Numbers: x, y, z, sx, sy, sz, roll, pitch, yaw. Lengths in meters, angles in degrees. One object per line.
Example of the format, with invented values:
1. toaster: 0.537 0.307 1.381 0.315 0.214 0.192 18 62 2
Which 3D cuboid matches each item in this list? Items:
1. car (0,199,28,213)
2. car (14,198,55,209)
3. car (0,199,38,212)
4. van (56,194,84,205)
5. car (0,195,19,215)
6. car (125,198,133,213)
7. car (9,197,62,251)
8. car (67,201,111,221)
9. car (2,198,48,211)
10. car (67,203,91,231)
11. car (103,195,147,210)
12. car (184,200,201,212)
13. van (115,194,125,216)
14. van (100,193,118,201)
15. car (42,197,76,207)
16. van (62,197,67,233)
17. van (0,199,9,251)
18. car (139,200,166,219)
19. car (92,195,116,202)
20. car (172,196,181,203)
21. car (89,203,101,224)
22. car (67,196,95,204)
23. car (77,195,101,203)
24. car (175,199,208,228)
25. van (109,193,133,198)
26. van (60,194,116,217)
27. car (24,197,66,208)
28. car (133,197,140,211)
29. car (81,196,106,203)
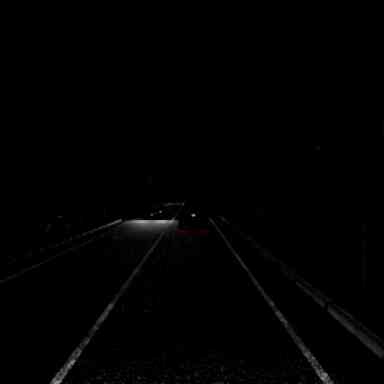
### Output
1. car: -22.072 1.636 38.531 5.008 1.535 2.097 0 0 0
2. car: -22.109 1.659 46.858 4.792 1.488 2.163 0 0 0
3. car: -22.076 1.634 41.307 5.008 1.535 2.097 0 0 0
4. van: -22.219 1.392 60.735 4.442 1.987 1.878 0 0 0
5. car: -22.033 1.387 35.755 5.566 2.045 2.435 0 0 0
6. car: -8.974 1.638 33.760 5.008 1.535 2.097 0 0 0
7. car: -8.919 1.329 14.131 5.566 2.045 2.435 0 0 0
8. car: -8.995 1.664 25.348 4.792 1.488 2.163 0 0 0
9. car: -22.082 1.633 44.083 4.892 1.521 2.231 0 0 0
10. car: -8.963 1.613 19.737 4.892 1.521 2.231 0 0 0
11. car: -8.969 1.378 44.974 5.566 2.045 2.435 0 0 0
12. car: 0.086 1.705 42.279 1.994 1.385 4.181 0 0 0
13. van: -8.858 1.414 30.953 4.442 1.987 1.878 0 0 0
14. van: -22.030 1.381 88.489 4.442 1.987 1.878 0 0 0
15. car: -22.064 1.652 55.185 4.792 1.488 2.163 0 0 0
16. van: -9.068 1.373 16.931 4.442 1.987 1.878 0 0 0
17. van: -9.059 1.334 11.326 4.442 1.987 1.878 0 0 0
18. car: -3.355 1.654 30.246 1.812 1.442 4.674 0 0 0
19. car: -21.952 1.604 82.939 5.366 1.575 1.946 0 0 0
20. car: -3.268 1.533 70.683 1.882 1.535 5.008 0 0 0
21. car: -8.958 1.665 22.540 4.674 1.452 2.002 0 0 0
22. car: -22.106 1.613 66.288 5.008 1.535 2.097 0 0 0
23. car: -22.152 1.485 71.838 4.553 1.767 2.185 0 0 0
24. car: 0.093 1.542 23.337 2.033 1.649 4.856 0 0 0
25. van: -9.100 1.410 36.563 4.442 1.987 1.878 0 0 0
26. van: -9.086 1.411 28.152 4.442 1.987 1.878 0 0 0
27. car: -21.899 1.624 49.633 5.366 1.575 1.946 0 0 0
28. car: -8.991 1.674 39.367 4.674 1.452 2.002 0 0 0
29. car: -22.131 1.609 74.614 5.008 1.535 2.097 0 0 0
